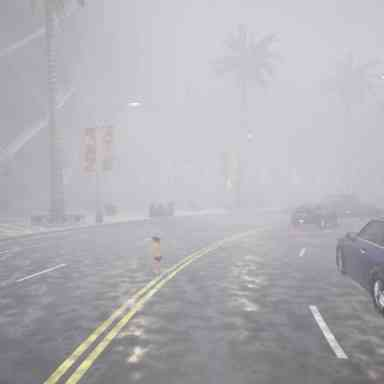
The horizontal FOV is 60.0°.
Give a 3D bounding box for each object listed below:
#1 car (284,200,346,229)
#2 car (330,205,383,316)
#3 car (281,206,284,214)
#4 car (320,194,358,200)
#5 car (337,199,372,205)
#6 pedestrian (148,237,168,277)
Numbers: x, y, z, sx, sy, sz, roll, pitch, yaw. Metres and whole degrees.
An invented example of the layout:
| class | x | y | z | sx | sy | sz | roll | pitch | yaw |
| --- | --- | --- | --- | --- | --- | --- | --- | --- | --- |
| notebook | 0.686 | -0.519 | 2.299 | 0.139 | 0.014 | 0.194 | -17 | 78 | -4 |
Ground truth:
| class | x | y | z | sx | sy | sz | roll | pitch | yaw |
| --- | --- | --- | --- | --- | --- | --- | --- | --- | --- |
| car | 8.210 | 1.505 | 21.891 | 1.837 | 1.490 | 4.892 | 0 | 0 | 42 |
| car | 4.747 | 1.351 | 7.446 | 2.097 | 1.767 | 4.553 | 0 | 0 | 12 |
| car | 11.116 | 1.526 | 34.002 | 4.674 | 1.442 | 1.812 | 0 | 0 | -34 |
| car | 13.675 | 1.206 | 31.542 | 5.566 | 2.045 | 2.150 | 0 | 0 | -32 |
| car | 14.441 | 1.564 | 28.208 | 4.181 | 1.385 | 1.994 | 0 | 0 | -32 |
| pedestrian | -0.908 | 1.674 | 8.873 | 0.500 | 1.100 | 0.500 | 0 | 0 | 13 |
